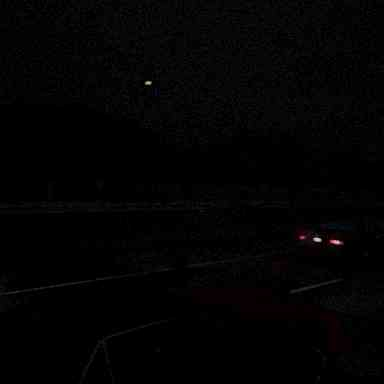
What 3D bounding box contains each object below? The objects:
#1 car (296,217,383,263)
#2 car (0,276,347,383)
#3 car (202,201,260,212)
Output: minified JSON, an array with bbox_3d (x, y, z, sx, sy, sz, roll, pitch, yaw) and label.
[{"bbox_3d":[6.166,1.633,12.325,5.357,1.411,2.033,1,0,-35],"label":"car"},{"bbox_3d":[-0.491,1.610,3.381,4.718,1.301,1.895,0,0,-35],"label":"car"},{"bbox_3d":[3.334,1.479,27.514,5.357,1.411,2.033,1,0,-34],"label":"car"}]
